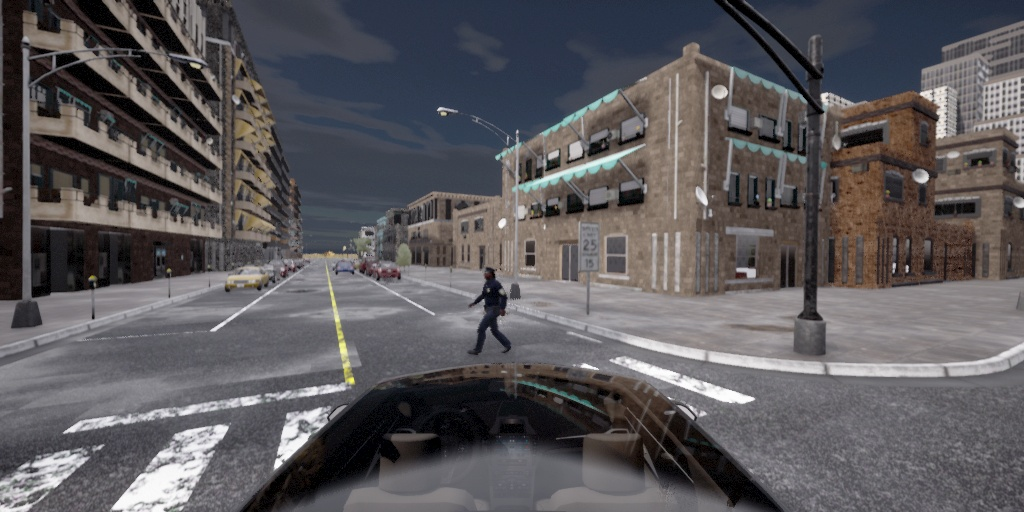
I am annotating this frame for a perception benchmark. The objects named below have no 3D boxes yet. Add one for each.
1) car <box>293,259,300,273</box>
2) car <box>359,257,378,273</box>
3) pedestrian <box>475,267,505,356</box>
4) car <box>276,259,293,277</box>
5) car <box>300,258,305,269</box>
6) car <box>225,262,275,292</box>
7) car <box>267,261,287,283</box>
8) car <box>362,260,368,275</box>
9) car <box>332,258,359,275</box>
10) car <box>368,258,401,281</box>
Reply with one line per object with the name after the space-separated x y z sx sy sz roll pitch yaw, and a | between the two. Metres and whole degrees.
-25.967 1.096 41.313 1.967 1.591 4.097 0 0 -28 | car
-15.890 1.021 40.152 2.192 1.841 5.009 0 0 -28 | car
-0.445 1.084 7.193 0.375 1.860 0.375 0 1 -28 | pedestrian
-20.678 1.122 31.265 1.967 1.591 4.097 0 0 -28 | car
-31.231 1.196 51.374 1.948 1.339 4.313 0 0 -28 | car
-15.409 1.235 21.015 1.751 1.417 4.829 0 0 -28 | car
-18.075 1.247 26.220 2.007 1.370 4.403 0 0 -28 | car
-13.255 1.302 35.123 1.802 1.307 4.207 0 0 -28 | car
-18.069 1.243 38.647 2.033 1.411 5.357 0 0 -27 | car
-10.602 1.173 30.105 1.967 1.591 4.097 0 0 -28 | car
